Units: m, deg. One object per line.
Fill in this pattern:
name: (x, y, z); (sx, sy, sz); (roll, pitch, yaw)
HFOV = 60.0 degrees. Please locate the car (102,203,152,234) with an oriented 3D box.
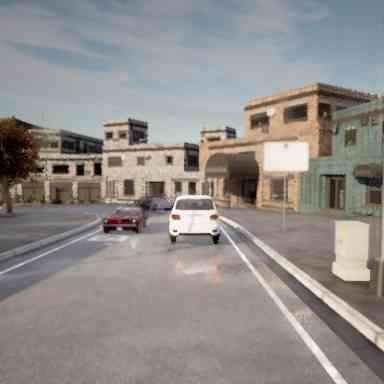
car: (-3.630, 1.531, 18.741); (1.895, 1.301, 4.718); (0, 0, -1)

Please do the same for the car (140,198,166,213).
car: (-3.997, 1.320, 34.317); (2.033, 1.411, 5.357); (-2, 1, -33)

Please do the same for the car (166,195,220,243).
car: (0.072, 1.166, 16.048); (2.150, 2.045, 5.566); (0, 0, -1)
